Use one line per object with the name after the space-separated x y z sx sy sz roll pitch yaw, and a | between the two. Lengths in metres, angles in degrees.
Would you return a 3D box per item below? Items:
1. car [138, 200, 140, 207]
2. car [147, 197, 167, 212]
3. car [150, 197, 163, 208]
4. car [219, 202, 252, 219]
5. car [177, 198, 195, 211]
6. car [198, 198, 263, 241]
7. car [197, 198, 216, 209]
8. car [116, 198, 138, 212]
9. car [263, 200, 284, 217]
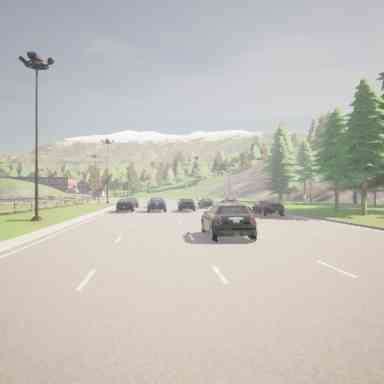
-8.552 1.526 47.367 1.812 1.442 4.674 0 0 -6 | car
-4.021 1.352 38.004 2.097 1.767 4.553 0 0 -7 | car
-5.095 1.526 47.883 1.812 1.442 4.674 0 0 -7 | car
3.842 1.601 30.392 1.895 1.301 4.718 0 0 -6 | car
-0.718 1.504 40.043 1.837 1.490 4.892 0 0 -6 | car
1.750 1.351 16.941 2.097 1.767 4.553 0 0 -6 | car
1.997 1.547 47.501 2.033 1.411 5.357 0 0 -6 | car
-7.555 1.478 38.161 1.882 1.535 5.008 0 0 -6 | car
7.221 1.502 31.691 1.837 1.490 4.892 0 -1 -6 | car
